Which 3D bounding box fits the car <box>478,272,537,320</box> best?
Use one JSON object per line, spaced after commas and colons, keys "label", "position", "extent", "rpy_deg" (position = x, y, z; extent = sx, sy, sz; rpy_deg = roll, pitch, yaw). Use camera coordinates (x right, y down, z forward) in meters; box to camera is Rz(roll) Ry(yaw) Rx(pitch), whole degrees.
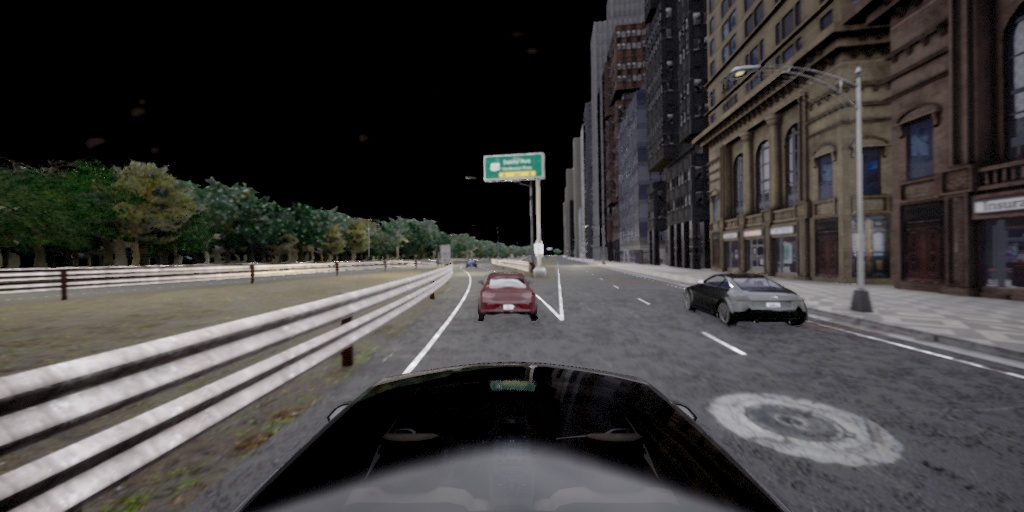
{"label": "car", "position": [-0.207, 1.266, 12.466], "extent": [1.812, 1.442, 4.674], "rpy_deg": [0, 0, -3]}

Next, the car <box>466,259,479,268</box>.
{"label": "car", "position": [-6.807, 1.302, 60.450], "extent": [1.812, 1.442, 4.674], "rpy_deg": [-1, 0, -8]}

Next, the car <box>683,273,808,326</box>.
{"label": "car", "position": [6.935, 1.219, 11.164], "extent": [1.994, 1.385, 4.181], "rpy_deg": [-1, 0, 7]}
